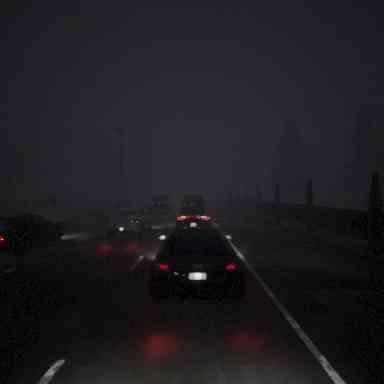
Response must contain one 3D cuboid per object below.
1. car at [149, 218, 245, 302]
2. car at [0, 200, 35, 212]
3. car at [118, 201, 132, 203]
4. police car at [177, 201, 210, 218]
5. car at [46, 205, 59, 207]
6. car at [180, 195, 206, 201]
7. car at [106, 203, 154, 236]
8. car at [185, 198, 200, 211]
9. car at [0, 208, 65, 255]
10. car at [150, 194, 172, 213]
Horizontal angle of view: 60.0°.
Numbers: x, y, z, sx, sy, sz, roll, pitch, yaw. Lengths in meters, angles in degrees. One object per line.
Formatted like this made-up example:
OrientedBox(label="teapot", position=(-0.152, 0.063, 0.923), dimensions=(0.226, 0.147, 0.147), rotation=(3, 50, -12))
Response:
OrientedBox(label="car", position=(0.095, 1.578, 8.338), dimensions=(1.994, 1.385, 4.181), rotation=(0, 0, 0))
OrientedBox(label="car", position=(-21.150, 1.669, 40.582), dimensions=(1.895, 1.301, 4.718), rotation=(0, 0, 0))
OrientedBox(label="car", position=(-6.947, 1.622, 34.690), dimensions=(1.994, 1.385, 4.181), rotation=(0, 0, 0))
OrientedBox(label="police car", position=(0.079, 1.538, 19.845), dimensions=(2.038, 1.542, 4.974), rotation=(0, 0, 0))
OrientedBox(label="car", position=(-14.139, 1.406, 32.565), dimensions=(2.097, 1.767, 4.553), rotation=(0, 0, 0))
OrientedBox(label="car", position=(0.067, 1.275, 30.553), dimensions=(2.150, 2.045, 5.566), rotation=(0, 0, 0))
OrientedBox(label="car", position=(-3.421, 1.557, 18.398), dimensions=(1.812, 1.442, 4.674), rotation=(0, 0, 0))
OrientedBox(label="car", position=(-0.029, 1.528, 42.540), dimensions=(1.801, 1.575, 5.366), rotation=(0, 0, -1))
OrientedBox(label="car", position=(-6.915, 1.570, 13.322), dimensions=(2.033, 1.411, 5.357), rotation=(0, 0, 0))
OrientedBox(label="car", position=(-3.462, 1.286, 37.617), dimensions=(2.150, 2.045, 5.566), rotation=(0, 0, 0))
